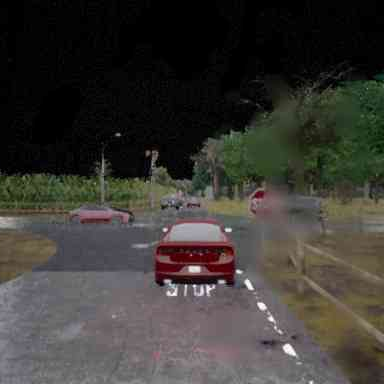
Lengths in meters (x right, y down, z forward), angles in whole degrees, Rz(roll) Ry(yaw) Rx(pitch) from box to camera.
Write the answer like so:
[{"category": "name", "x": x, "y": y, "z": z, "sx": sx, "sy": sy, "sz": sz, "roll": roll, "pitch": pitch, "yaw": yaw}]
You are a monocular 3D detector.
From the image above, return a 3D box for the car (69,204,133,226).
[{"category": "car", "x": -6.090, "y": 1.510, "z": 22.566, "sx": 4.181, "sy": 1.385, "sz": 1.994, "roll": 1, "pitch": 0, "yaw": 0}]

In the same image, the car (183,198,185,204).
[{"category": "car", "x": -2.622, "y": 1.233, "z": 53.914, "sx": 2.150, "sy": 2.045, "sz": 5.566, "roll": 0, "pitch": 0, "yaw": 1}]

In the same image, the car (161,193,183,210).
[{"category": "car", "x": -2.714, "y": 1.228, "z": 43.381, "sx": 2.150, "sy": 2.045, "sz": 5.566, "roll": 0, "pitch": 0, "yaw": 1}]

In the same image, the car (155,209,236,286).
[{"category": "car", "x": 0.142, "y": 1.477, "z": 9.464, "sx": 1.882, "sy": 1.535, "sz": 5.008, "roll": 0, "pitch": 0, "yaw": 2}]

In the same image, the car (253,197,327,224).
[{"category": "car", "x": 7.692, "y": 1.388, "z": 26.244, "sx": 5.566, "sy": 2.045, "sz": 2.150, "roll": 1, "pitch": -1, "yaw": 0}]

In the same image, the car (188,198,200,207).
[{"category": "car", "x": 0.299, "y": 1.574, "z": 52.563, "sx": 1.994, "sy": 1.385, "sz": 4.181, "roll": 0, "pitch": 0, "yaw": 0}]

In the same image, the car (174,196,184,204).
[{"category": "car", "x": -2.475, "y": 1.542, "z": 65.659, "sx": 1.812, "sy": 1.442, "sz": 4.674, "roll": 0, "pitch": 0, "yaw": 1}]
